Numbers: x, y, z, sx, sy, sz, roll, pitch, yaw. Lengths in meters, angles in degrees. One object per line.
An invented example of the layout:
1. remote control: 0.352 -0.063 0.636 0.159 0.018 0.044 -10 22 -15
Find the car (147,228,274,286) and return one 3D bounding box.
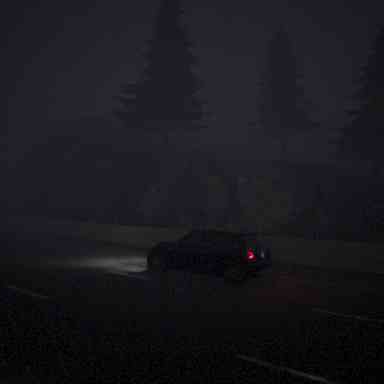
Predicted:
1. car: 0.547 2.104 12.081 4.553 1.767 2.097 0 -4 34
